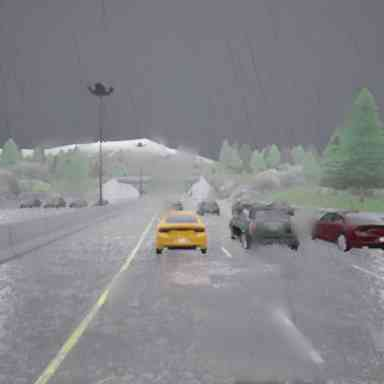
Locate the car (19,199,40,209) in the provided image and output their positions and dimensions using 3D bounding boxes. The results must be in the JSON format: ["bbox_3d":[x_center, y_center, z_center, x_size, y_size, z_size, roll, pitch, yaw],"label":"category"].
[{"bbox_3d":[-24.099,1.777,49.909,1.837,1.490,4.892,0,0,-4],"label":"car"}]

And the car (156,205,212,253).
[{"bbox_3d":[-0.479,1.525,13.924,1.882,1.535,5.008,0,0,-3],"label":"car"}]

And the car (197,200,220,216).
[{"bbox_3d":[1.671,1.601,34.050,2.128,1.511,4.902,0,0,-4],"label":"car"}]

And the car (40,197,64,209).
[{"bbox_3d":[-20.610,1.596,50.184,2.097,1.767,4.553,0,0,-4],"label":"car"}]

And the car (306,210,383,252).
[{"bbox_3d":[6.521,1.510,14.054,1.882,1.535,5.008,0,0,-3],"label":"car"}]

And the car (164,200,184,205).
[{"bbox_3d":[-1.850,1.610,34.234,2.128,1.511,4.902,0,0,-4],"label":"car"}]

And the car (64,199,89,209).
[{"bbox_3d":[-17.116,1.823,50.398,2.033,1.411,5.357,0,0,-4],"label":"car"}]

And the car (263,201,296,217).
[{"bbox_3d":[8.723,1.655,33.548,1.994,1.385,4.181,0,0,-4],"label":"car"}]

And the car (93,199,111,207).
[{"bbox_3d":[-13.624,1.811,50.642,1.994,1.385,4.181,0,0,-4],"label":"car"}]

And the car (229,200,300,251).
[{"bbox_3d":[2.978,1.394,14.612,2.097,1.767,4.553,0,0,-3],"label":"car"}]

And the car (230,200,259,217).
[{"bbox_3d":[5.198,1.605,33.781,1.837,1.490,4.892,0,0,-4],"label":"car"}]
